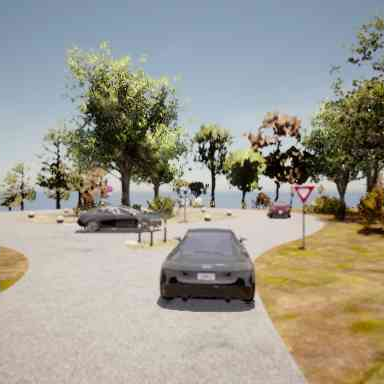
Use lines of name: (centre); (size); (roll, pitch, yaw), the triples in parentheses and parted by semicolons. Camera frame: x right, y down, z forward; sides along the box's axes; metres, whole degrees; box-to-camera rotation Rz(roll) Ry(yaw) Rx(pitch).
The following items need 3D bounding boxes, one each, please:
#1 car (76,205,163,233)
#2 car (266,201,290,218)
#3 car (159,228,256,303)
car: (-4.179, 1.544, 19.461); (4.902, 1.511, 2.128); (0, 0, -3)
car: (8.117, 1.609, 31.503); (1.812, 1.442, 4.674); (0, 0, 8)
car: (0.445, 1.586, 8.340); (1.994, 1.385, 4.181); (0, 0, 5)
